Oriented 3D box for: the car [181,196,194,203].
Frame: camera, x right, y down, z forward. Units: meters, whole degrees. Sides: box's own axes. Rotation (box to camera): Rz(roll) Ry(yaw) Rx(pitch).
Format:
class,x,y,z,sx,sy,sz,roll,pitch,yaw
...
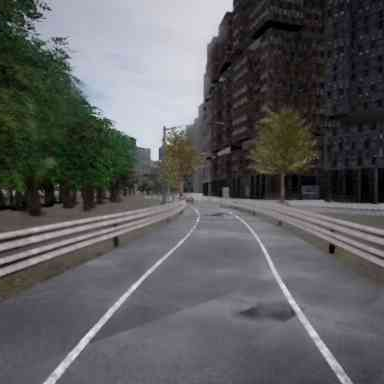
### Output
class,x,y,z,sx,sy,sz,roll,pitch,yaw
car,-0.933,1.457,67.736,2.128,1.511,4.902,0,0,-13
